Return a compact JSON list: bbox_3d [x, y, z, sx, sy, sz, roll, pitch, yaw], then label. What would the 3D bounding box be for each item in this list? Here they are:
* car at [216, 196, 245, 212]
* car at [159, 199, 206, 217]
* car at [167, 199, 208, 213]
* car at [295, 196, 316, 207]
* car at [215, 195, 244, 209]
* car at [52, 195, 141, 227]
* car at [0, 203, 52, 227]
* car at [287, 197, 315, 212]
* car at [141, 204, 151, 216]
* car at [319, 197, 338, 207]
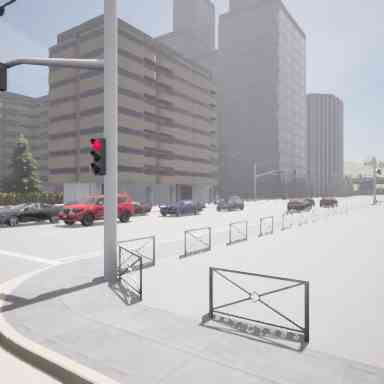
[{"bbox_3d":[4.678,1.526,39.785,1.812,1.442,4.674,0,0,35],"label":"car"},{"bbox_3d":[-1.005,1.601,31.562,1.895,1.301,4.718,0,0,35],"label":"car"},{"bbox_3d":[-0.408,1.547,38.594,2.033,1.411,5.357,0,0,35],"label":"car"},{"bbox_3d":[17.946,1.478,52.544,1.882,1.535,5.008,0,0,35],"label":"car"},{"bbox_3d":[5.382,1.352,46.932,2.097,1.767,4.553,0,0,35],"label":"car"},{"bbox_3d":[-6.547,1.221,23.516,2.150,2.045,5.566,0,0,35],"label":"car"},{"bbox_3d":[-11.209,1.492,22.916,2.128,1.511,4.902,0,0,35],"label":"car"},{"bbox_3d":[12.532,1.491,38.536,2.128,1.511,4.902,0,0,35],"label":"car"},{"bbox_3d":[-5.952,1.601,30.549,1.895,1.301,4.718,0,0,35],"label":"car"},{"bbox_3d":[20.870,1.478,50.651,1.882,1.535,5.008,0,0,35],"label":"car"}]
